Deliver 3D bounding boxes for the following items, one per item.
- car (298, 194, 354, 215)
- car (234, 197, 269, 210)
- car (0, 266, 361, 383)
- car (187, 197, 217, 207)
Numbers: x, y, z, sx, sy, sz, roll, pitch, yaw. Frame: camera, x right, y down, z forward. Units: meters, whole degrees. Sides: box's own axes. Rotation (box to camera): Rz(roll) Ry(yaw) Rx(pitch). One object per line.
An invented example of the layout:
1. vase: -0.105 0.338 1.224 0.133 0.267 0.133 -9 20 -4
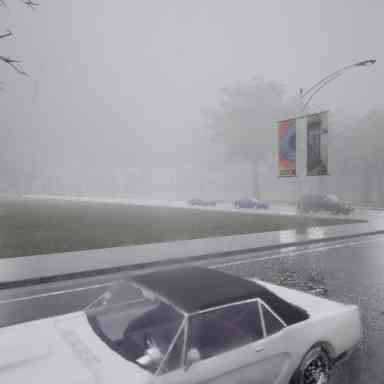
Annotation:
1. car: 13.518 1.224 33.989 2.150 2.045 5.566 0 0 -36
2. car: 7.507 1.444 42.223 1.882 1.535 5.008 0 0 -36
3. car: -0.329 1.601 3.452 4.718 1.301 1.895 0 0 -36
4. car: 1.424 1.483 50.569 2.033 1.411 5.357 0 0 -36
